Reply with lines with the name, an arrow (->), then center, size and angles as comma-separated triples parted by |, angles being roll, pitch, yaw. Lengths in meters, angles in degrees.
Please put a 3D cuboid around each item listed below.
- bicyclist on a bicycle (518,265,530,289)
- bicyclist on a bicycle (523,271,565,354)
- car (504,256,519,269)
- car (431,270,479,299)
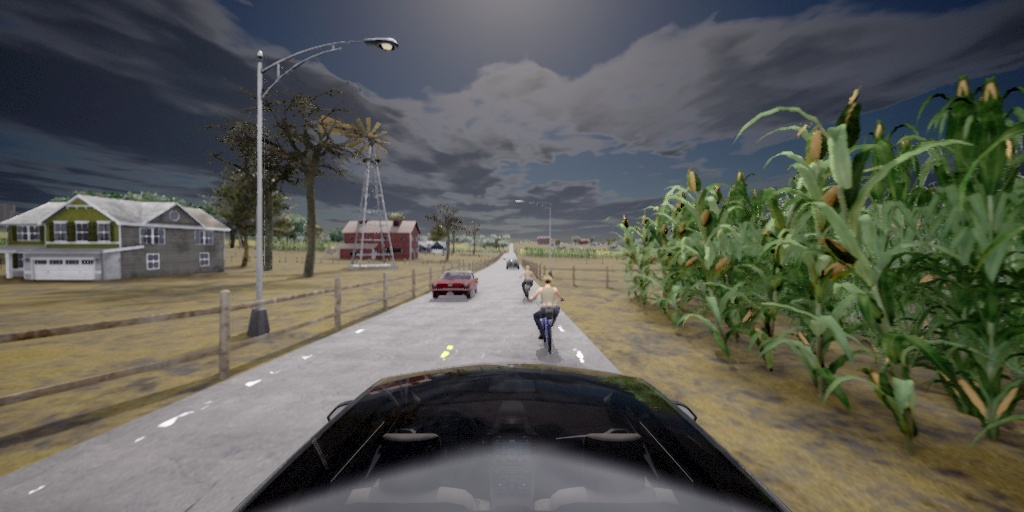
bicyclist on a bicycle -> 0.739, 1.256, 17.086 | 0.866, 1.612, 1.509 | 0, 0, 0
bicyclist on a bicycle -> 0.767, 1.215, 7.892 | 0.866, 1.612, 1.509 | 0, -1, 0
car -> 0.124, 1.258, 60.575 | 2.097, 1.767, 4.553 | 0, 0, -1
car -> -2.844, 1.426, 18.685 | 1.895, 1.301, 4.718 | 0, 0, 0
